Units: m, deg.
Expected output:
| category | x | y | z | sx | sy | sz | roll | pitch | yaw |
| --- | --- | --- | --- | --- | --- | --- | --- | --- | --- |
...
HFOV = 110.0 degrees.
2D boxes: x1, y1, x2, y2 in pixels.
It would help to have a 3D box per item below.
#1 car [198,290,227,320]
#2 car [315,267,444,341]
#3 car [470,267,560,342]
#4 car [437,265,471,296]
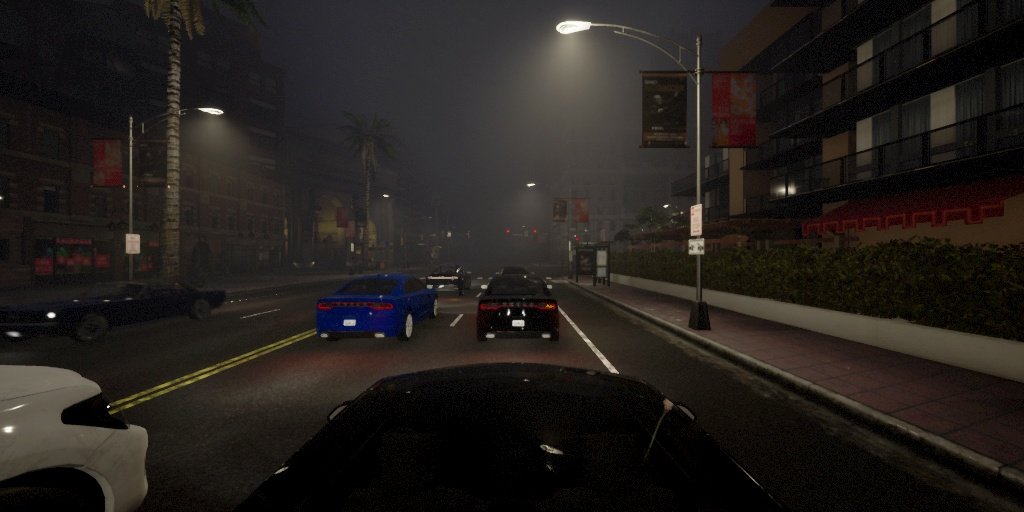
| category | x | y | z | sx | sy | sz | roll | pitch | yaw |
| --- | --- | --- | --- | --- | --- | --- | --- | --- | --- |
| car | -10.564 | 1.351 | 9.816 | 1.895 | 1.301 | 4.718 | 0 | 0 | 0 |
| car | -3.360 | 1.228 | 9.883 | 1.882 | 1.535 | 5.008 | 0 | 0 | 0 |
| car | 0.135 | 1.228 | 9.848 | 1.882 | 1.535 | 5.008 | 0 | 0 | 0 |
| car | -3.334 | 1.242 | 19.388 | 2.128 | 1.511 | 4.902 | 0 | 0 | 0 |
